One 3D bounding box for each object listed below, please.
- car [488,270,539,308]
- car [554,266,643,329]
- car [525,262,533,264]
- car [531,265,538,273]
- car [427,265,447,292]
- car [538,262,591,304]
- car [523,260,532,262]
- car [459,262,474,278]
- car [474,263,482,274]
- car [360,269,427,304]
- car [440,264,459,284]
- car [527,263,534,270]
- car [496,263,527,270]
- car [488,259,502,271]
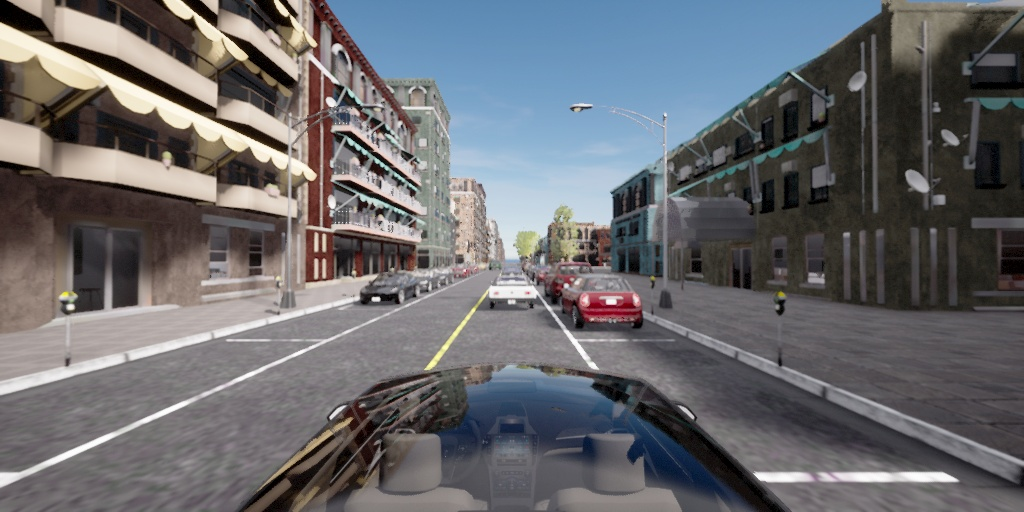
[{"bbox_3d":[-0.002,1.485,15.961,1.895,1.301,4.718,0,-1,0],"label":"car"},{"bbox_3d":[2.688,1.283,11.646,1.967,1.591,4.097,0,0,0],"label":"car"},{"bbox_3d":[2.683,1.674,39.337,2.007,1.370,4.403,0,0,0],"label":"car"},{"bbox_3d":[2.685,1.588,28.261,1.802,1.307,4.207,0,0,0],"label":"car"},{"bbox_3d":[-5.694,1.500,22.722,2.007,1.370,4.403,0,0,0],"label":"car"},{"bbox_3d":[2.687,1.211,17.186,2.192,1.841,5.009,0,0,0],"label":"car"},{"bbox_3d":[2.679,1.828,56.125,1.751,1.417,4.829,0,0,0],"label":"car"},{"bbox_3d":[-5.698,1.563,39.336,1.967,1.591,4.097,0,0,0],"label":"car"},{"bbox_3d":[-5.700,1.683,50.415,1.967,1.591,4.097,0,0,0],"label":"car"},{"bbox_3d":[-5.694,1.462,17.184,1.948,1.339,4.313,0,0,0],"label":"car"},{"bbox_3d":[-5.696,1.556,28.260,2.007,1.370,4.403,0,0,0],"label":"car"},{"bbox_3d":[2.684,1.629,33.800,1.948,1.339,4.313,0,0,0],"label":"car"},{"bbox_3d":[-0.005,1.580,30.844,2.033,1.411,5.357,0,-1,0],"label":"car"},{"bbox_3d":[-3.047,1.621,65.092,2.150,2.045,5.566,0,-1,1],"label":"car"}]
